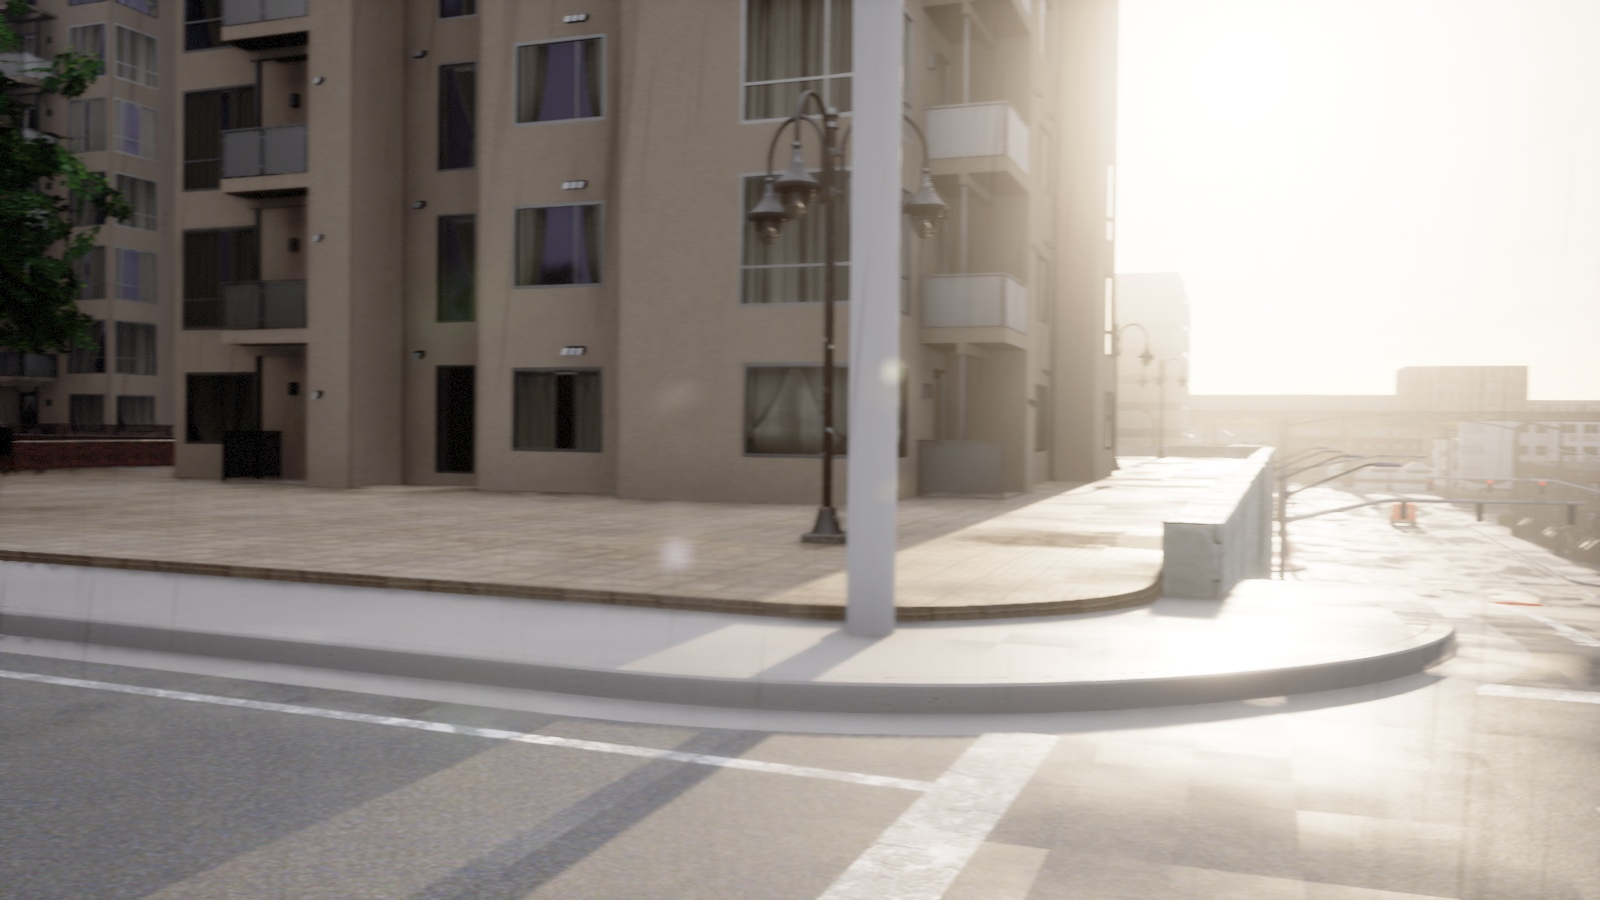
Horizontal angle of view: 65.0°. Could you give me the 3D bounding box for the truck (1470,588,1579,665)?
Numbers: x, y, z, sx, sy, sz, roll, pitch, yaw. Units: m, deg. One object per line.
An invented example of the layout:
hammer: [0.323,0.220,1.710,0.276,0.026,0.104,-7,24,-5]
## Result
truck: [25.908,6.268,45.106,2.627,2.467,5.204,0,-7,22]
